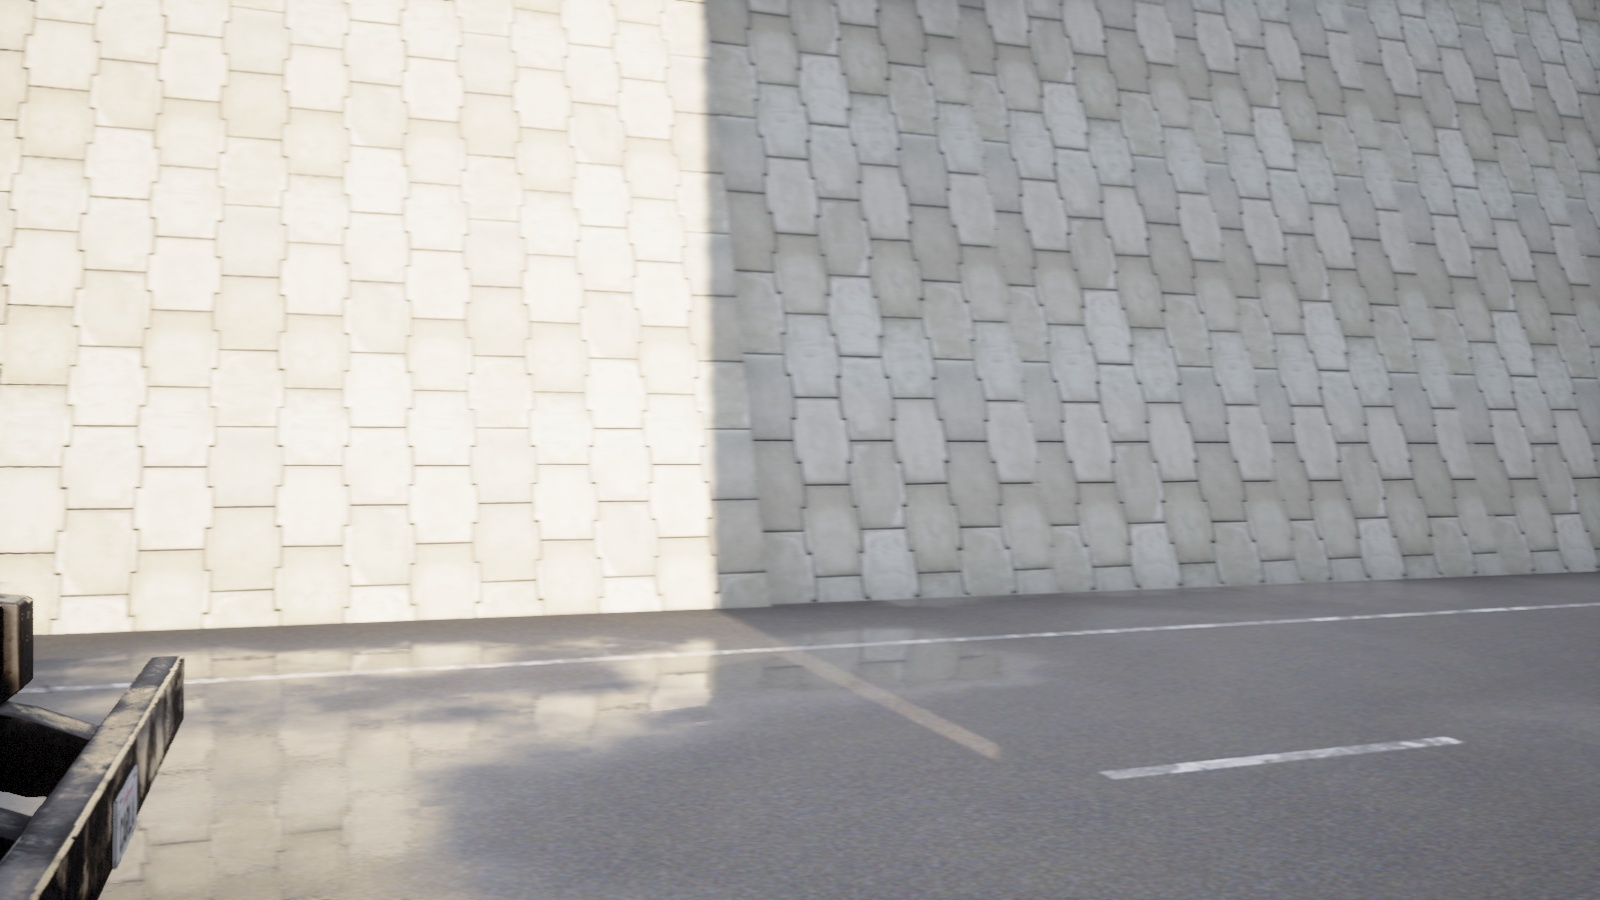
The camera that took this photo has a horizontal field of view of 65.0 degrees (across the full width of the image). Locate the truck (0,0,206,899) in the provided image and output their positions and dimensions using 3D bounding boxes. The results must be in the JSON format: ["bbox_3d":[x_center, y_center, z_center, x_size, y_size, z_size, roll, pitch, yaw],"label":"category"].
[{"bbox_3d":[-5.136,-0.149,1.277,7.936,3.462,2.891,-1,1,-21],"label":"truck"}]
